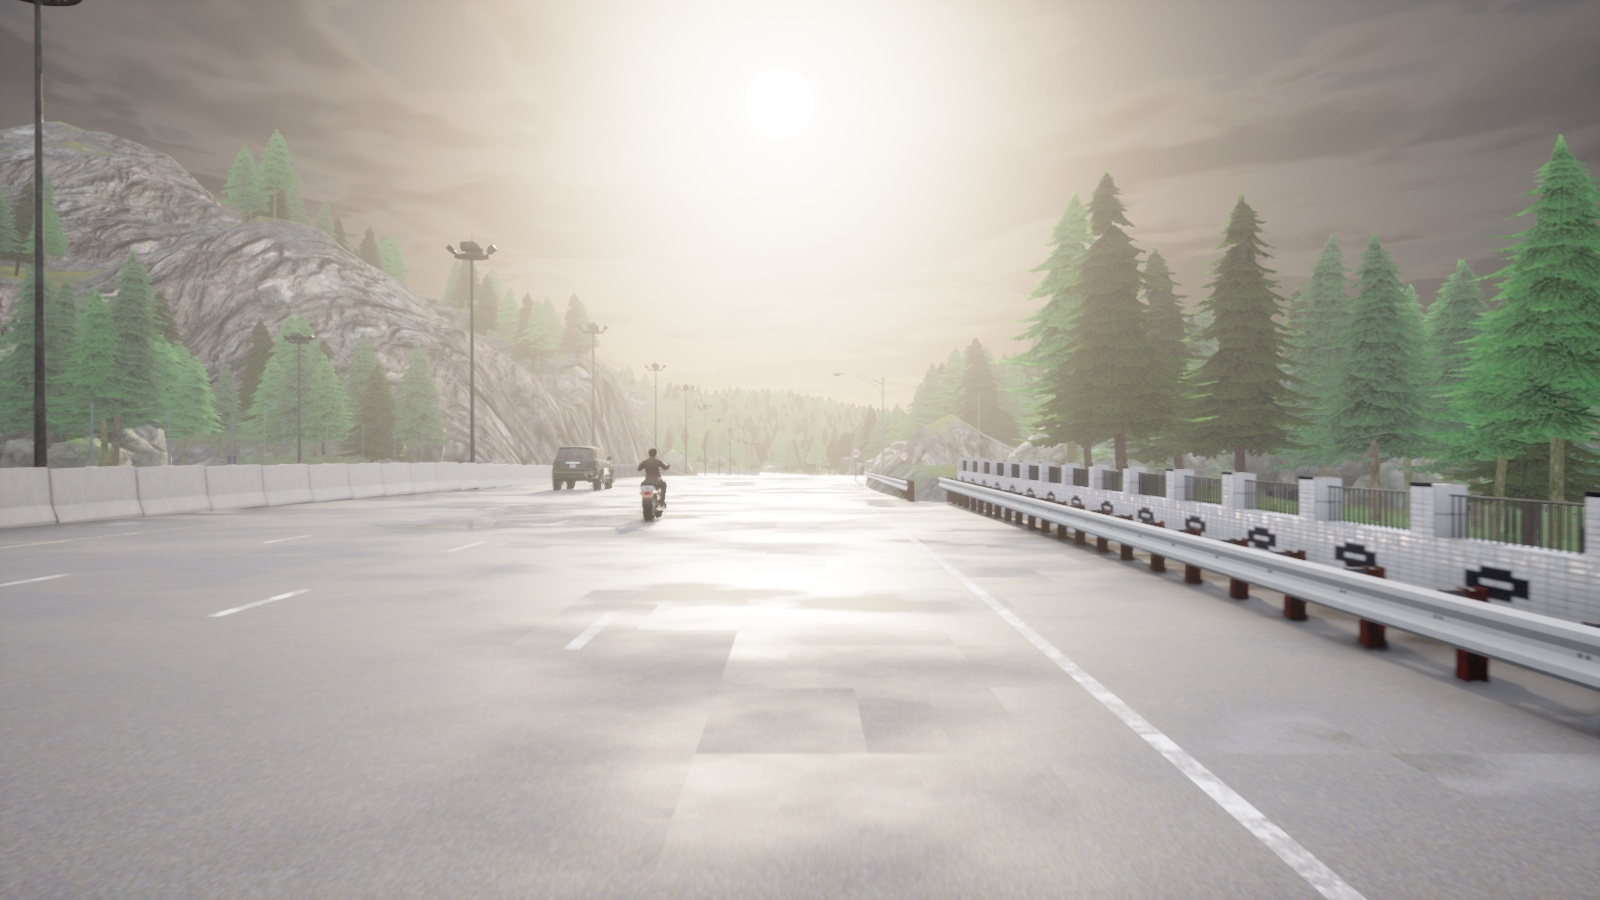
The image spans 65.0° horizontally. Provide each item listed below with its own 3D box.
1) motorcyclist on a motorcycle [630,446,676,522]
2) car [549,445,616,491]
[{"bbox_3d":[-3.322,0.757,28.605,0.766,1.649,2.350,0,-1,0],"label":"motorcyclist on a motorcycle"},{"bbox_3d":[-10.150,0.820,58.930,2.150,2.045,5.566,0,-1,0],"label":"car"}]
